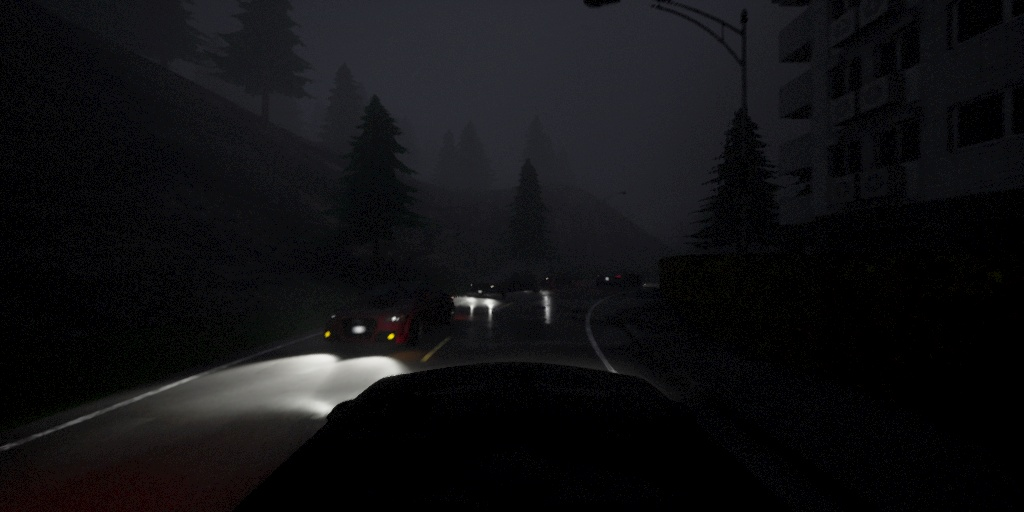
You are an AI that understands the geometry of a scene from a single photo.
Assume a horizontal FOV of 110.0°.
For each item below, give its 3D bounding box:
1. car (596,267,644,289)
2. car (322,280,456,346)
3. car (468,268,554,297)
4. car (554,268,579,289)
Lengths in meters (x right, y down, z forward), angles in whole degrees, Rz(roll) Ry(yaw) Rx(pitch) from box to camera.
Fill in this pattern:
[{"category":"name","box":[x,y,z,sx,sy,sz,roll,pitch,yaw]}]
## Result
[{"category":"car","box":[7.531,1.472,24.869,1.994,1.385,4.181,0,-1,41]},{"category":"car","box":[-2.920,1.347,9.416,1.994,1.385,4.181,0,0,8]},{"category":"car","box":[-0.038,1.412,20.030,2.033,1.411,5.357,0,0,36]},{"category":"car","box":[2.782,1.492,24.452,1.895,1.301,4.718,0,0,34]}]
